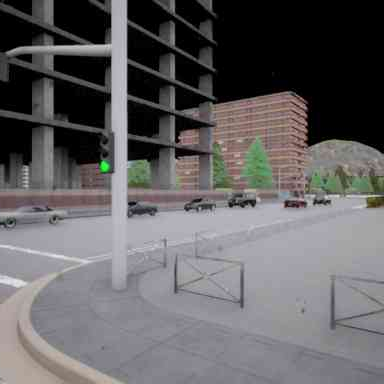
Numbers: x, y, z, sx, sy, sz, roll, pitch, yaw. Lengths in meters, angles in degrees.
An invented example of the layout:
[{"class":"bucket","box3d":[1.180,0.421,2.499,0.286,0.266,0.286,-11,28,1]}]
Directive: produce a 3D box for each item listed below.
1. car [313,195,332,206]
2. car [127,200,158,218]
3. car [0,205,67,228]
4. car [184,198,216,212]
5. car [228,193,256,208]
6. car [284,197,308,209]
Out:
[{"class":"car","box3d":[21.682,1.302,55.250,2.097,1.767,4.553,0,0,35]},{"class":"car","box3d":[-5.019,1.478,30.004,1.812,1.442,4.674,0,0,36]},{"class":"car","box3d":[-10.795,1.553,21.872,1.895,1.301,4.718,0,0,35]},{"class":"car","box3d":[0.975,1.457,38.468,1.837,1.490,4.892,0,0,35]},{"class":"car","box3d":[7.200,1.174,47.180,2.150,2.045,5.566,0,0,35]},{"class":"car","box3d":[13.884,1.427,44.247,1.882,1.535,5.008,0,0,35]}]
